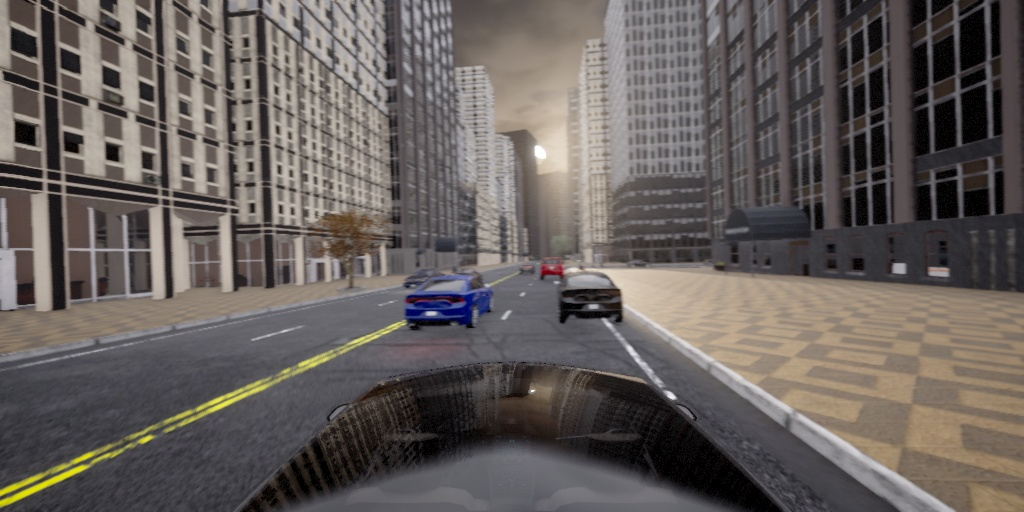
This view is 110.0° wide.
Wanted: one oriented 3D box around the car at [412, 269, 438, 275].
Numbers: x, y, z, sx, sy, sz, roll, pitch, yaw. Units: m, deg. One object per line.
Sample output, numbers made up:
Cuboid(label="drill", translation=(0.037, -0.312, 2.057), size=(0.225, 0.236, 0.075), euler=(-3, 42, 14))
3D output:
Cuboid(label="car", translation=(-6.775, 1.753, 28.298), size=(2.033, 1.411, 5.357), euler=(-2, -1, 6))

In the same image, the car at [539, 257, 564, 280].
Cuboid(label="car", translation=(3.835, 1.164, 34.451), size=(2.150, 2.045, 5.566), euler=(-2, 0, 7))

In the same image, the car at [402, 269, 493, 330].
Cuboid(label="car", translation=(-1.855, 1.380, 11.901), size=(1.882, 1.535, 5.008), euler=(-2, -1, 6))

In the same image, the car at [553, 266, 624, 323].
Cuboid(label="car", translation=(2.498, 1.251, 12.276), size=(1.882, 1.535, 5.008), euler=(-2, -1, 6))

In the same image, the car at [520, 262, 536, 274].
Cuboid(label="car", translation=(2.108, 1.610, 47.765), size=(2.128, 1.511, 4.902), euler=(-2, -1, 6))
